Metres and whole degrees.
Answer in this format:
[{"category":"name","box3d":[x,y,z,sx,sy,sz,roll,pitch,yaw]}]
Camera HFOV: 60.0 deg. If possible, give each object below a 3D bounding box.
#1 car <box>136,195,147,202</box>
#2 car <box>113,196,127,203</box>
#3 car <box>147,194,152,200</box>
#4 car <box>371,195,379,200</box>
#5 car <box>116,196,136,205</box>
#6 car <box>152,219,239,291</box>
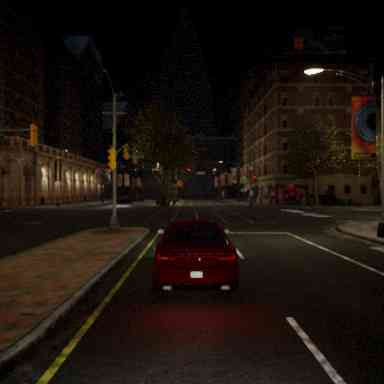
[{"category":"car","box3d":[-11.748,1.479,73.279,2.033,1.411,5.357,0,0,0]},{"category":"car","box3d":[-14.984,1.537,69.201,1.895,1.301,4.718,0,0,0]},{"category":"car","box3d":[-11.800,1.401,88.352,1.882,1.535,5.008,0,0,0]},{"category":"car","box3d":[37.706,1.421,70.777,2.231,1.521,4.892,0,0,0]},{"category":"car","box3d":[-11.757,1.552,59.073,1.895,1.301,4.718,0,0,0]},{"category":"car","box3d":[0.053,1.470,9.000,1.882,1.535,5.008,0,0,-1]}]
